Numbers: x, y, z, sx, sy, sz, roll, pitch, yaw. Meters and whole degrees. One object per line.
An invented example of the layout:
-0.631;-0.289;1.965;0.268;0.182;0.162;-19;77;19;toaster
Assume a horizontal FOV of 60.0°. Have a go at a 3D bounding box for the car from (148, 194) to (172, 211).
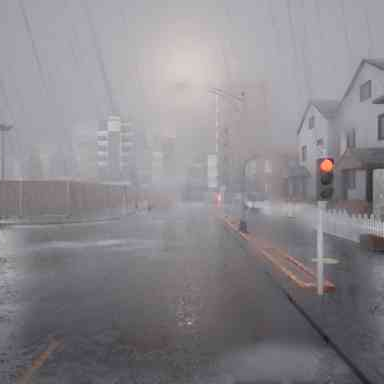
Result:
-4.079;1.221;41.202;2.150;2.045;5.566;0;0;0;car
